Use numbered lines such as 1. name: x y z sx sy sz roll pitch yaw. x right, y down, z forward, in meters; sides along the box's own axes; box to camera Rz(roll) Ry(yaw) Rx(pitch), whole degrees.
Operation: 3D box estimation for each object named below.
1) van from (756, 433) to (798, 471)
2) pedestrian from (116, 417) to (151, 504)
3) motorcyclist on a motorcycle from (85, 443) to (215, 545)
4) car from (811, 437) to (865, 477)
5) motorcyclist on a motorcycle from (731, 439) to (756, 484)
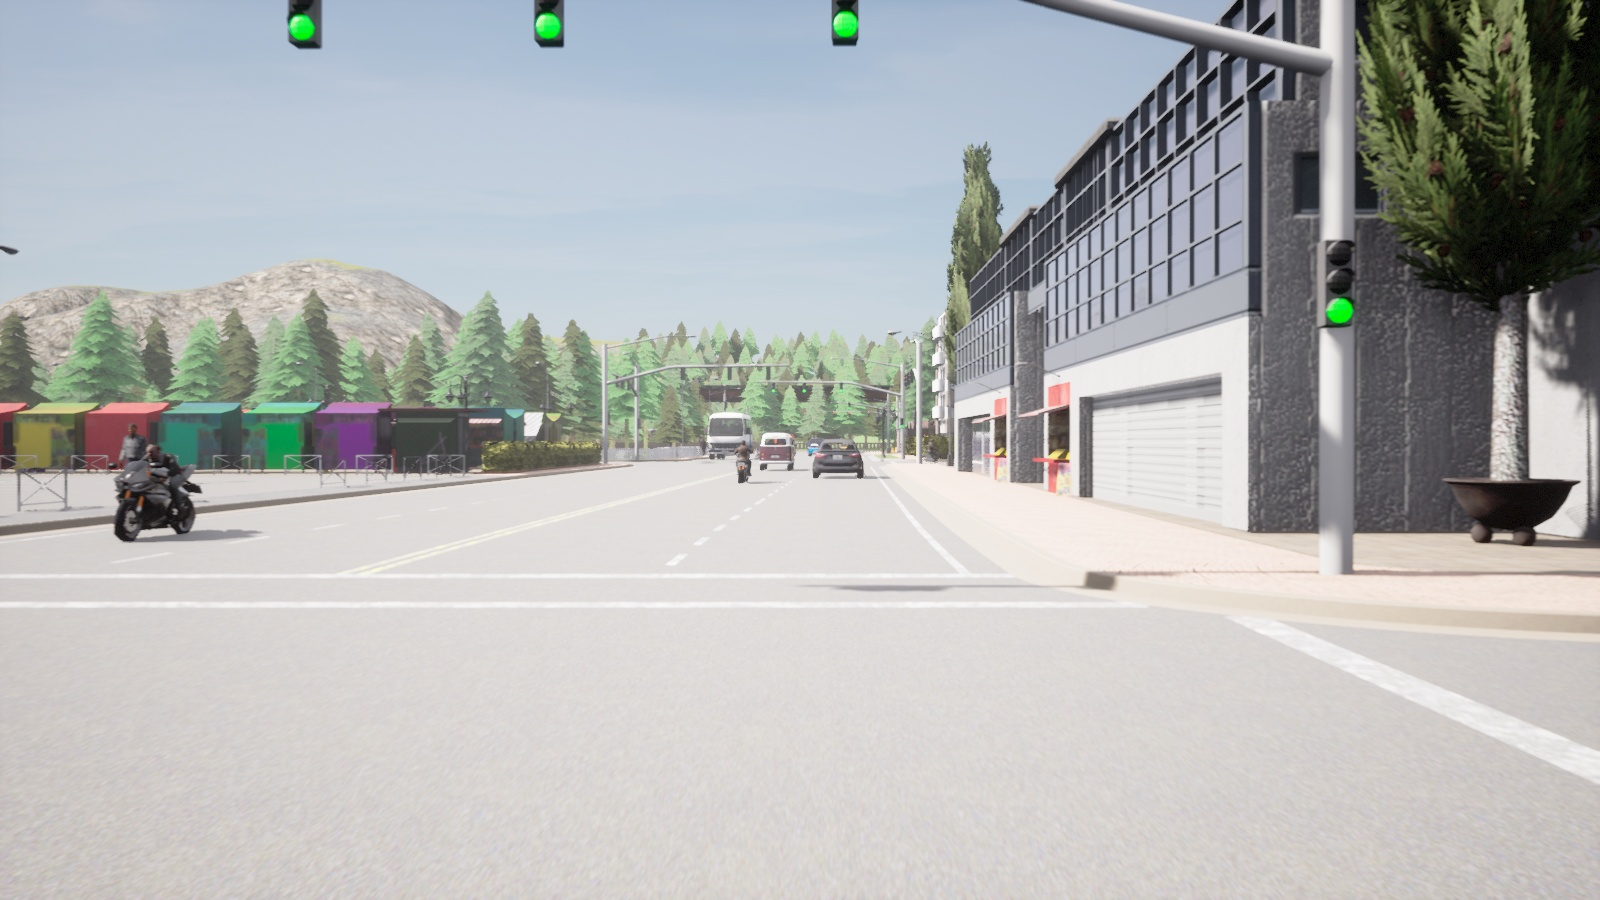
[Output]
1. van: -1.224 0.078 69.178 2.069 2.038 4.480 0 0 2
2. pedestrian: -15.105 0.232 28.457 0.423 1.949 0.788 0 0 -6
3. motorcyclist on a motorcycle: -10.225 0.661 19.855 0.866 1.530 2.191 0 0 2
4. car: 1.684 0.282 54.798 2.242 1.667 4.611 0 0 2
5. motorcyclist on a motorcycle: -2.121 0.427 47.491 0.766 1.649 2.350 0 0 2
